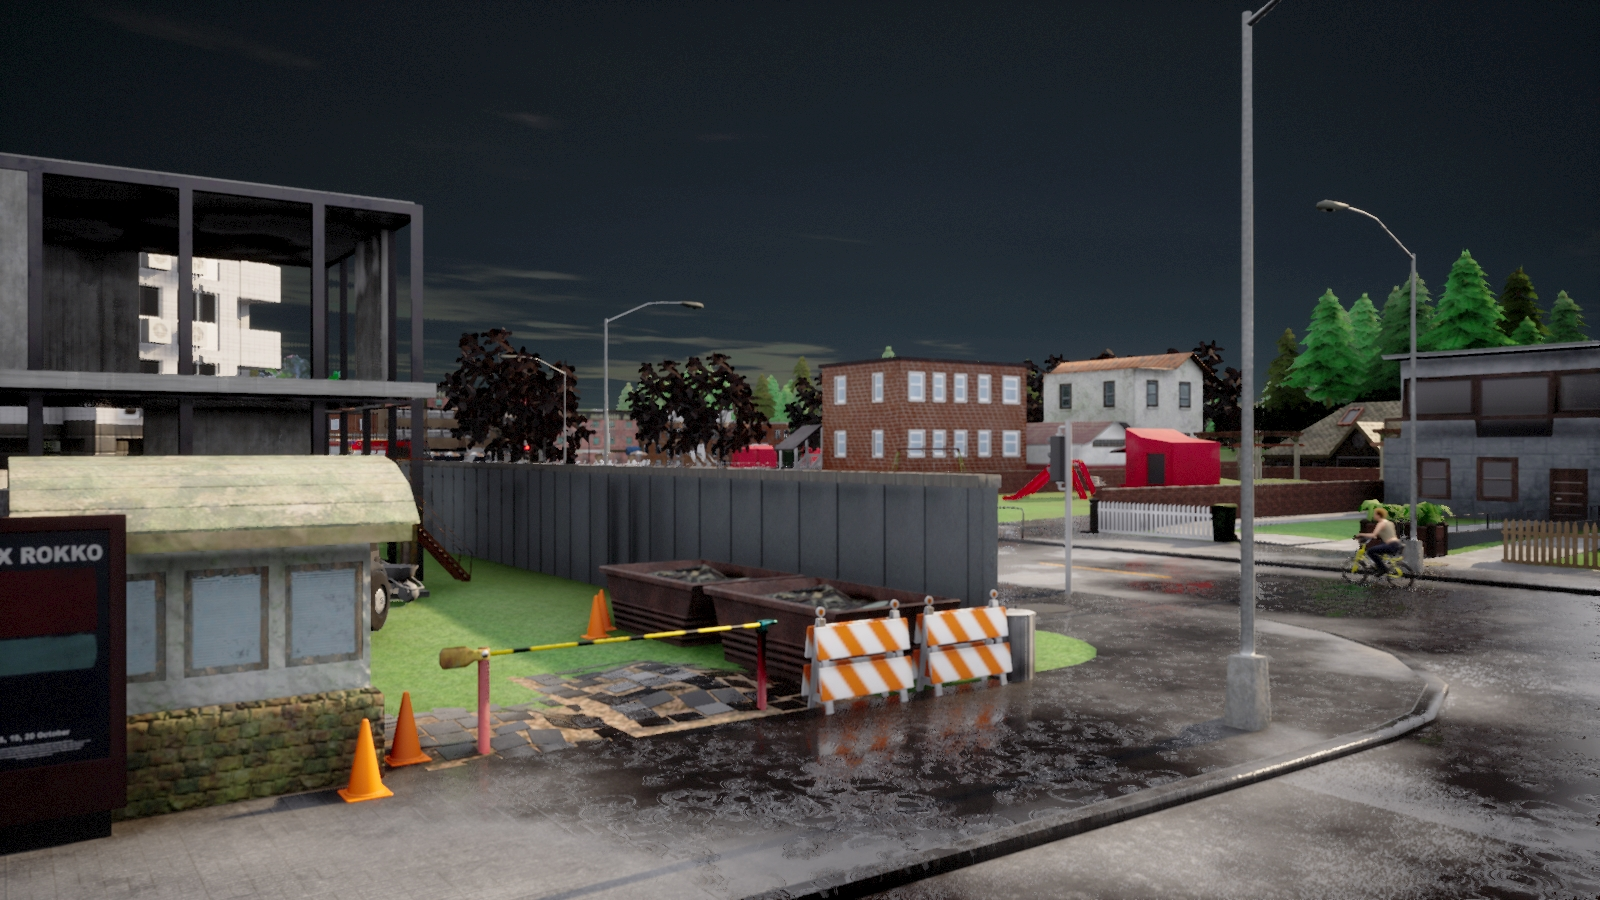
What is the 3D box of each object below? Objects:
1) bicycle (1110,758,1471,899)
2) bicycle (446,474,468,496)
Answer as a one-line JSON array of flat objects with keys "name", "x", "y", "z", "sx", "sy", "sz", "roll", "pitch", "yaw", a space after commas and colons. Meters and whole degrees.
[{"name": "bicycle", "x": 1.872, "y": 2.050, "z": 4.217, "sx": 1.835, "sy": 1.471, "sz": 0.329, "roll": 0, "pitch": 0, "yaw": -36}, {"name": "bicycle", "x": -20.669, "y": 2.111, "z": 68.787, "sx": 0.859, "sy": 1.276, "sz": 1.487, "roll": -1, "pitch": 1, "yaw": -33}]
